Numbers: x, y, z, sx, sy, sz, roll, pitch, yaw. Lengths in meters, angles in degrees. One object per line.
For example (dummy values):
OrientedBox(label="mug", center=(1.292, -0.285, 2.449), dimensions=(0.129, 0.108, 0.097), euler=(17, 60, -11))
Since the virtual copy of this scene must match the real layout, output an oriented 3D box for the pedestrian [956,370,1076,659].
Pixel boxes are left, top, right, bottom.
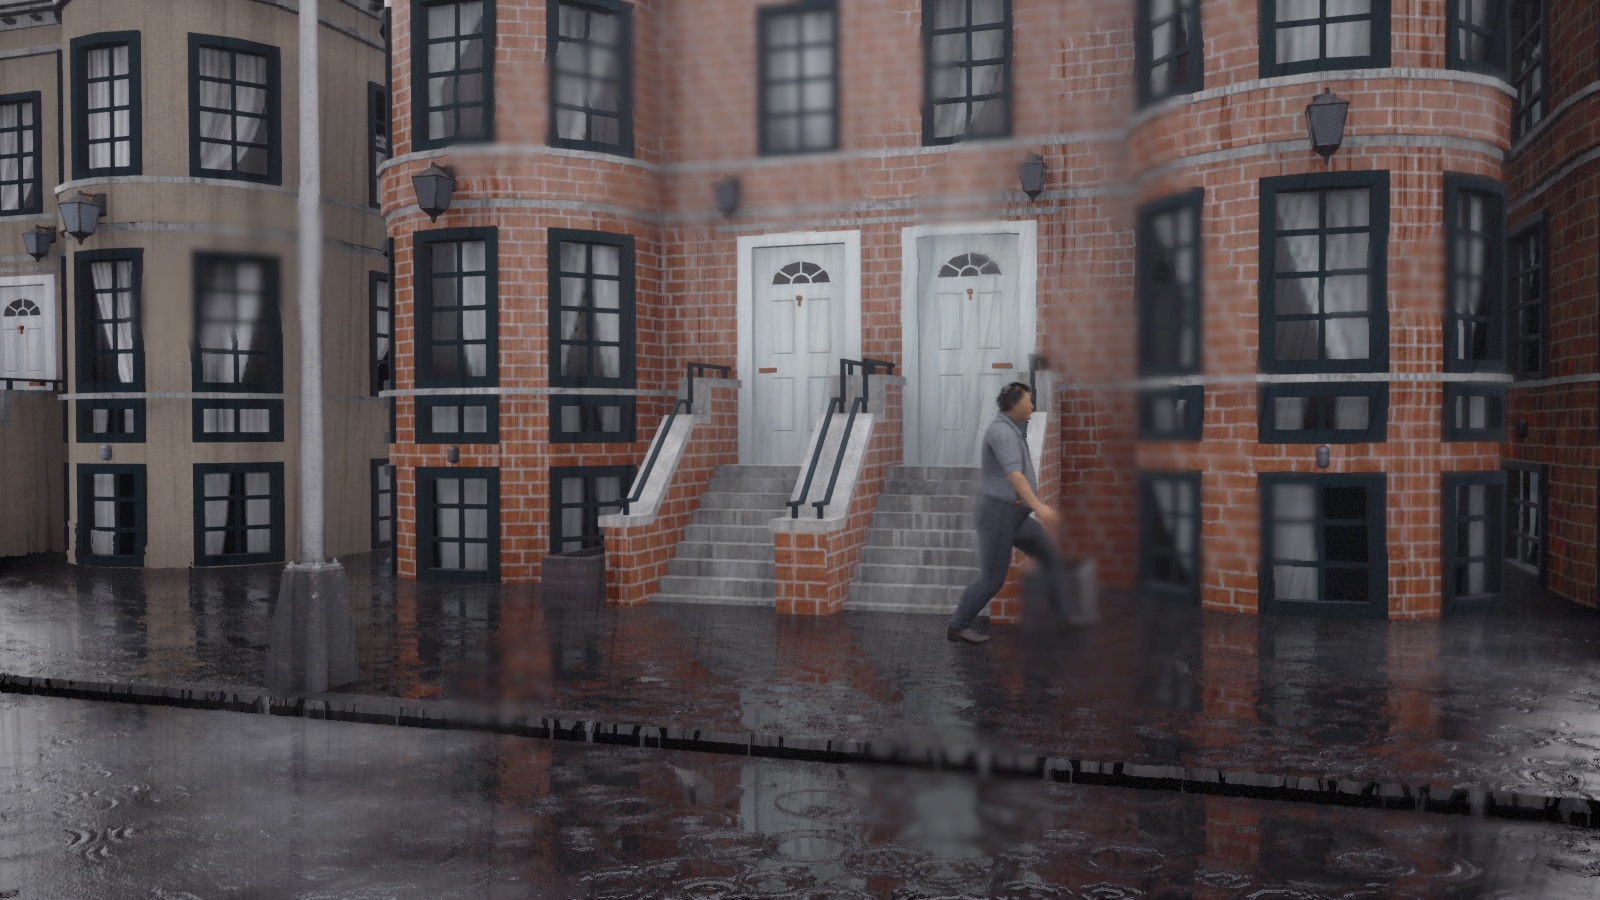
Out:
OrientedBox(label="pedestrian", center=(1.448, 0.407, 8.385), dimensions=(0.694, 1.848, 0.540), euler=(1, 1, 20))
